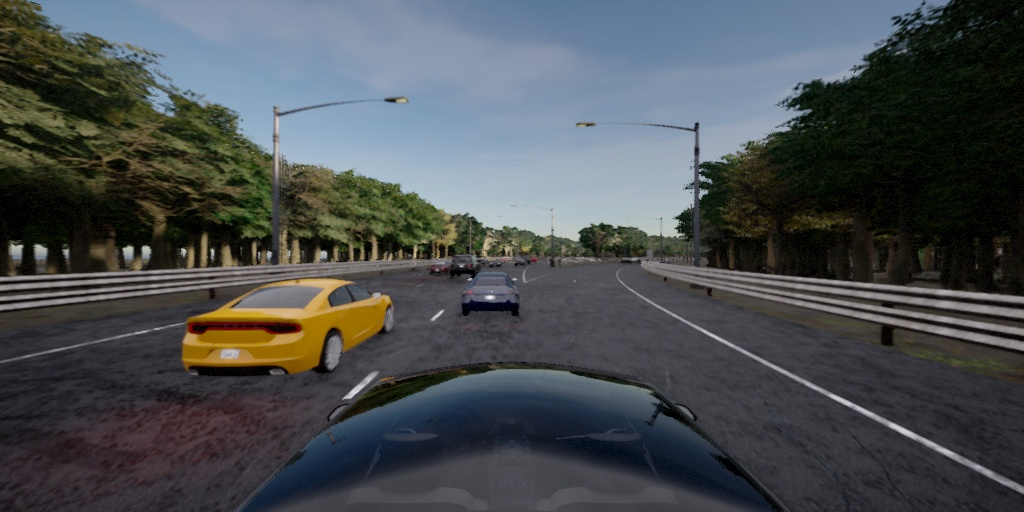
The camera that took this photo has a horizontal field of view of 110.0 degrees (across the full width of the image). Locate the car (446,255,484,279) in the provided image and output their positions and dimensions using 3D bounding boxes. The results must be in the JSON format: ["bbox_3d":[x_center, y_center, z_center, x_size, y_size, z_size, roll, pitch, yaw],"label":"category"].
[{"bbox_3d":[-4.068,0.924,32.087,2.150,2.045,5.566,0,0,1],"label":"car"}]

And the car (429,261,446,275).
[{"bbox_3d":[-7.418,1.206,38.461,1.812,1.442,4.674,0,0,3],"label":"car"}]

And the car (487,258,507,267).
[{"bbox_3d":[-2.500,1.265,59.982,1.895,1.301,4.718,0,0,5],"label":"car"}]

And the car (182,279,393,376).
[{"bbox_3d":[-3.983,1.207,7.442,1.882,1.535,5.008,0,0,-2],"label":"car"}]

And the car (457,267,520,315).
[{"bbox_3d":[-0.741,1.307,13.568,1.994,1.385,4.181,0,0,-1],"label":"car"}]
